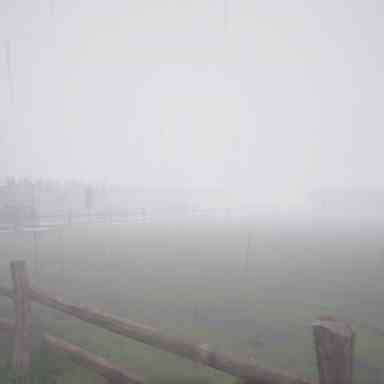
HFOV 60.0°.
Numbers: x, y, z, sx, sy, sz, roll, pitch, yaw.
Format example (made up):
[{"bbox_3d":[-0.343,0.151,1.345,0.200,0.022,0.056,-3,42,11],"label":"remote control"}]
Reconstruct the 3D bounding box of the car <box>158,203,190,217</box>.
[{"bbox_3d":[-2.224,2.163,41.396,2.097,1.767,4.553,-1,-2,36],"label":"car"}]

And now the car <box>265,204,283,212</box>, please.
[{"bbox_3d":[14.805,2.828,59.888,1.882,1.535,5.008,-1,-2,36],"label":"car"}]

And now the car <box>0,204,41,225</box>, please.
[{"bbox_3d":[-13.959,1.699,25.127,2.097,1.767,4.553,-1,-2,35],"label":"car"}]

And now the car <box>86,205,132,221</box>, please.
[{"bbox_3d":[-8.207,2.069,33.152,2.128,1.511,4.902,-1,-2,36],"label":"car"}]

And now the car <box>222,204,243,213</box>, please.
[{"bbox_3d":[6.524,2.676,53.337,1.812,1.442,4.674,-1,-2,36],"label":"car"}]
